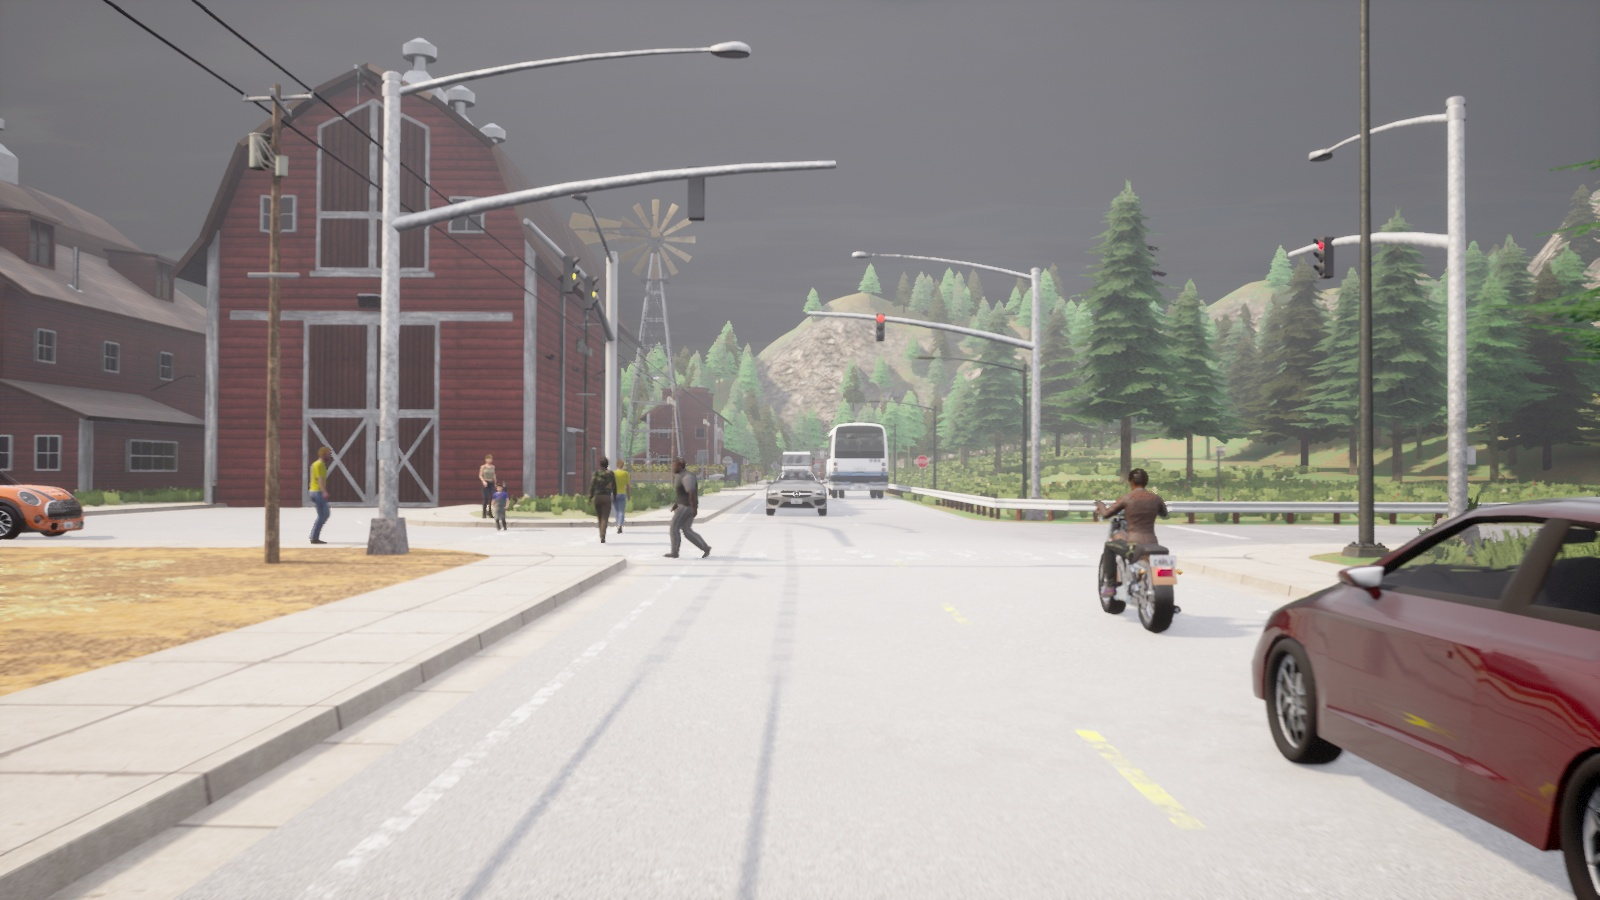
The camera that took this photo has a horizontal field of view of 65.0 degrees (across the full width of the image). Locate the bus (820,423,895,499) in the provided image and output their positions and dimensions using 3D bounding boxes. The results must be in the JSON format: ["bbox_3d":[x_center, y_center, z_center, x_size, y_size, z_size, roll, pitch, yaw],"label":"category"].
[{"bbox_3d":[3.310,0.687,75.410,3.944,4.253,10.273,0,-1,0],"label":"bus"}]

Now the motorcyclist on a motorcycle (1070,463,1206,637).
[{"bbox_3d":[3.468,0.971,13.111,0.766,1.649,2.350,0,-1,0],"label":"motorcyclist on a motorcycle"}]

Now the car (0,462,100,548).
[{"bbox_3d":[-17.850,1.164,26.894,4.553,1.767,2.097,0,-1,-1],"label":"car"}]

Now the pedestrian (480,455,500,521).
[{"bbox_3d":[-8.685,1.063,35.151,0.345,1.836,0.594,0,-1,-35],"label":"pedestrian"}]

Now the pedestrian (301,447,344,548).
[{"bbox_3d":[-8.848,0.875,23.262,0.706,1.836,0.354,0,-1,-26],"label":"pedestrian"}]

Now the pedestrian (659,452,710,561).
[{"bbox_3d":[-2.020,0.985,21.975,0.849,1.883,0.563,0,-1,-2],"label":"pedestrian"}]

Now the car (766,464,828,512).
[{"bbox_3d":[-0.112,1.359,45.684,2.152,1.651,5.027,0,-1,0],"label":"car"}]

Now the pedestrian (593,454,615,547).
[{"bbox_3d":[-4.085,1.046,26.242,0.395,1.930,0.692,0,-1,-4],"label":"pedestrian"}]

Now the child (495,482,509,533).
[{"bbox_3d":[-7.464,1.427,31.464,0.270,1.263,0.437,0,-1,-4],"label":"child"}]

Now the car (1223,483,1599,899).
[{"bbox_3d":[3.486,0.907,5.523,1.816,1.474,4.193,0,-1,0],"label":"car"}]

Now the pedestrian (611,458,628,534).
[{"bbox_3d":[-4.417,1.123,30.794,0.354,1.836,0.706,0,-1,-3],"label":"pedestrian"}]
